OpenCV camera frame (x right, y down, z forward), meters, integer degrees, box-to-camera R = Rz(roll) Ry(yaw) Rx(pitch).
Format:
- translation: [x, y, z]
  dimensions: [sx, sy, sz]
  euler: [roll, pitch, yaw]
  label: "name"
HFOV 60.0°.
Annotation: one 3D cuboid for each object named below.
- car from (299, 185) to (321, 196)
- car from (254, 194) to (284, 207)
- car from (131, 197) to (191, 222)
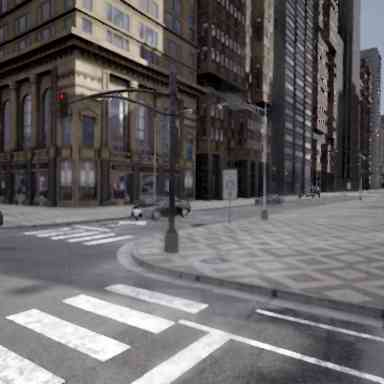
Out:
- translation: [17.951, -0.039, 50.352]
  dimensions: [2.150, 2.045, 5.566]
  euler: [1, 1, 35]
  label: "car"
- translation: [8.742, 0.931, 37.607]
  dimensions: [1.895, 1.301, 4.718]
  euler: [1, 1, 36]
  label: "car"
- translation: [-2.013, 1.071, 22.519]
  dimensions: [2.128, 1.511, 4.902]
  euler: [1, 1, 35]
  label: "car"
